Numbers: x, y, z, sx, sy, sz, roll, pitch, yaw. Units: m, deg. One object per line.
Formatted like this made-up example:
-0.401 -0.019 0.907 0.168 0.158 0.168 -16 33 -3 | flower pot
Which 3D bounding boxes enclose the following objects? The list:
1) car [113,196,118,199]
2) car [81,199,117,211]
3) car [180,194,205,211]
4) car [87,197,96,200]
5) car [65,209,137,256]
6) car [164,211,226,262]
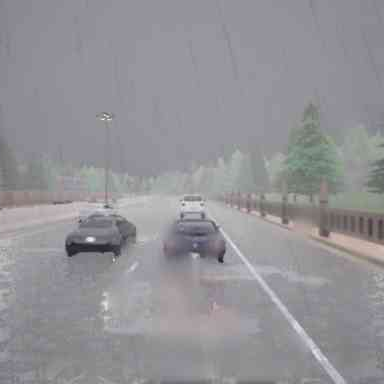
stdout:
-14.970 1.512 67.279 1.837 1.490 4.892 0 0 -1 | car
-6.934 1.531 24.663 1.812 1.442 4.674 0 0 0 | car
0.047 1.224 30.714 2.150 2.045 5.566 0 0 -1 | car
-18.304 1.540 59.387 1.812 1.442 4.674 0 0 -1 | car
-3.408 1.567 13.181 1.994 1.385 4.181 0 0 0 | car
0.086 1.602 12.053 1.895 1.301 4.718 0 0 0 | car
